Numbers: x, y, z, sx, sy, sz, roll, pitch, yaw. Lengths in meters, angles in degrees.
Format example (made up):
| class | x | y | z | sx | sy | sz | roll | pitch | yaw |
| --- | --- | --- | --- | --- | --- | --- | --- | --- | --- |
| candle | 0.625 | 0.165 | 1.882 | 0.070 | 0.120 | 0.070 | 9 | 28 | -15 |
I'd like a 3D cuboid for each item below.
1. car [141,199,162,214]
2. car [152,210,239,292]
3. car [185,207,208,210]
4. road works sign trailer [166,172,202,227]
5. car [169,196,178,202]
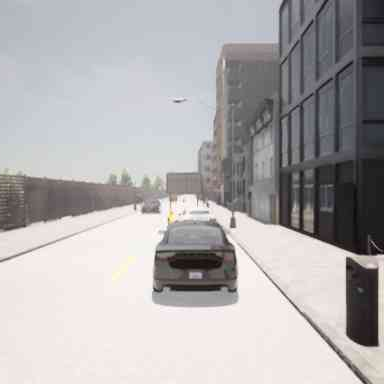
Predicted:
| class | x | y | z | sx | sy | sz | roll | pitch | yaw |
| --- | --- | --- | --- | --- | --- | --- | --- | --- | --- |
| car | -4.224 | 1.525 | 35.043 | 1.837 | 1.490 | 4.892 | 0 | 0 | 0 |
| car | 0.067 | 1.483 | 8.982 | 1.882 | 1.535 | 5.008 | 0 | 0 | 0 |
| car | 0.237 | 1.553 | 18.318 | 1.812 | 1.442 | 4.674 | -1 | -1 | -6 |
| road works sign trailer | -0.558 | 0.477 | 21.840 | 2.380 | 3.560 | 2.880 | 0 | 0 | -15 |
| car | -4.269 | 1.563 | 76.256 | 1.994 | 1.385 | 4.181 | 0 | 0 | 0 |
